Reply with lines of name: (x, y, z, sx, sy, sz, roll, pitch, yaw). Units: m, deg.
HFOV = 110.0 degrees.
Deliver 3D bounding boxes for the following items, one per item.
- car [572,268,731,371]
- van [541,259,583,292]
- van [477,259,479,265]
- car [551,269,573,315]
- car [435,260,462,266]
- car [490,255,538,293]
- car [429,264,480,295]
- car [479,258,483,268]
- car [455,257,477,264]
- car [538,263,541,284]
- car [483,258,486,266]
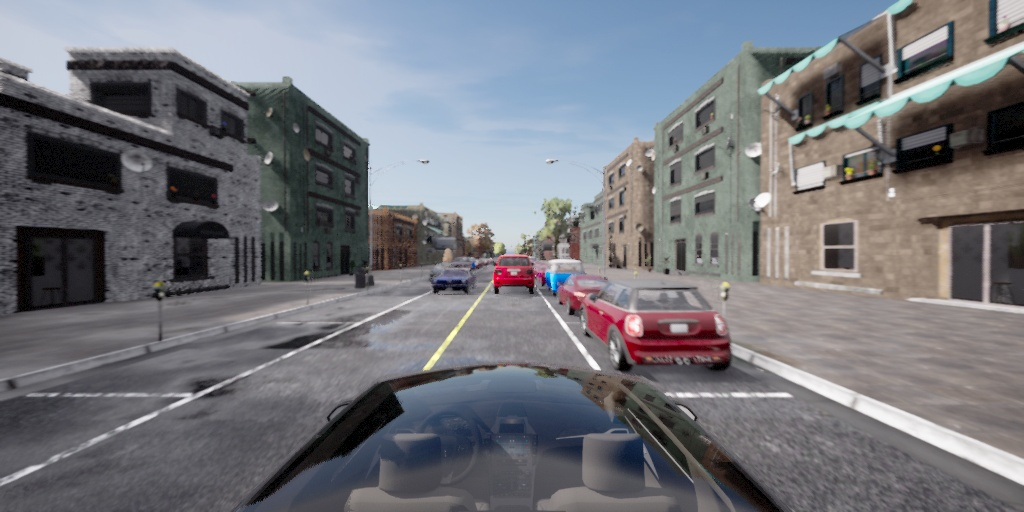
car: (2.695, 1.184, 7.700, 1.967, 1.591, 4.097, 0, 0, 0)
van: (2.697, 1.074, 18.797, 1.690, 1.789, 3.998, 0, 0, 0)
van: (-5.679, 1.046, 46.538, 1.690, 1.789, 3.998, 0, 0, 0)
car: (2.696, 1.321, 13.249, 1.802, 1.307, 4.207, 0, 0, 0)
car: (-5.682, 1.273, 29.893, 2.007, 1.370, 4.403, 0, 0, 0)
car: (0.104, 0.953, 20.549, 2.150, 2.045, 5.566, 0, 0, 0)
car: (-3.096, 1.333, 19.886, 1.895, 1.301, 4.718, 0, 0, 0)
car: (-5.678, 1.140, 52.087, 1.967, 1.591, 4.097, 0, 0, 0)
car: (-5.680, 1.026, 40.990, 2.192, 1.841, 5.009, 0, 0, 0)
car: (2.698, 1.273, 24.346, 1.888, 1.381, 4.507, 0, 0, 0)
car: (-5.677, 1.239, 57.635, 1.888, 1.381, 4.507, 0, 0, 0)
